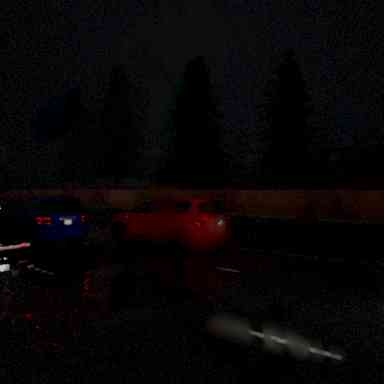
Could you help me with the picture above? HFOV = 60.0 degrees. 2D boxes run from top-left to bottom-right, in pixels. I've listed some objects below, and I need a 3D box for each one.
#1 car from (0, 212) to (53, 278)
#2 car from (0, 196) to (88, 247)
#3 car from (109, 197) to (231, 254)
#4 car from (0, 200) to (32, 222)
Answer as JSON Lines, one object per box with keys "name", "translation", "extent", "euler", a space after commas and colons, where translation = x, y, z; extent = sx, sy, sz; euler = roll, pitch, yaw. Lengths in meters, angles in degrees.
{"name": "car", "translation": [-6.029, 1.442, 8.830], "extent": [4.902, 1.511, 2.128], "euler": [0, 0, 39]}
{"name": "car", "translation": [-6.522, 1.166, 13.797], "extent": [5.566, 2.045, 2.150], "euler": [0, 0, 41]}
{"name": "car", "translation": [-1.040, 1.211, 13.751], "extent": [5.566, 2.045, 2.150], "euler": [1, 0, 39]}
{"name": "car", "translation": [-14.654, 1.423, 26.394], "extent": [2.033, 1.411, 5.357], "euler": [0, 0, -43]}
